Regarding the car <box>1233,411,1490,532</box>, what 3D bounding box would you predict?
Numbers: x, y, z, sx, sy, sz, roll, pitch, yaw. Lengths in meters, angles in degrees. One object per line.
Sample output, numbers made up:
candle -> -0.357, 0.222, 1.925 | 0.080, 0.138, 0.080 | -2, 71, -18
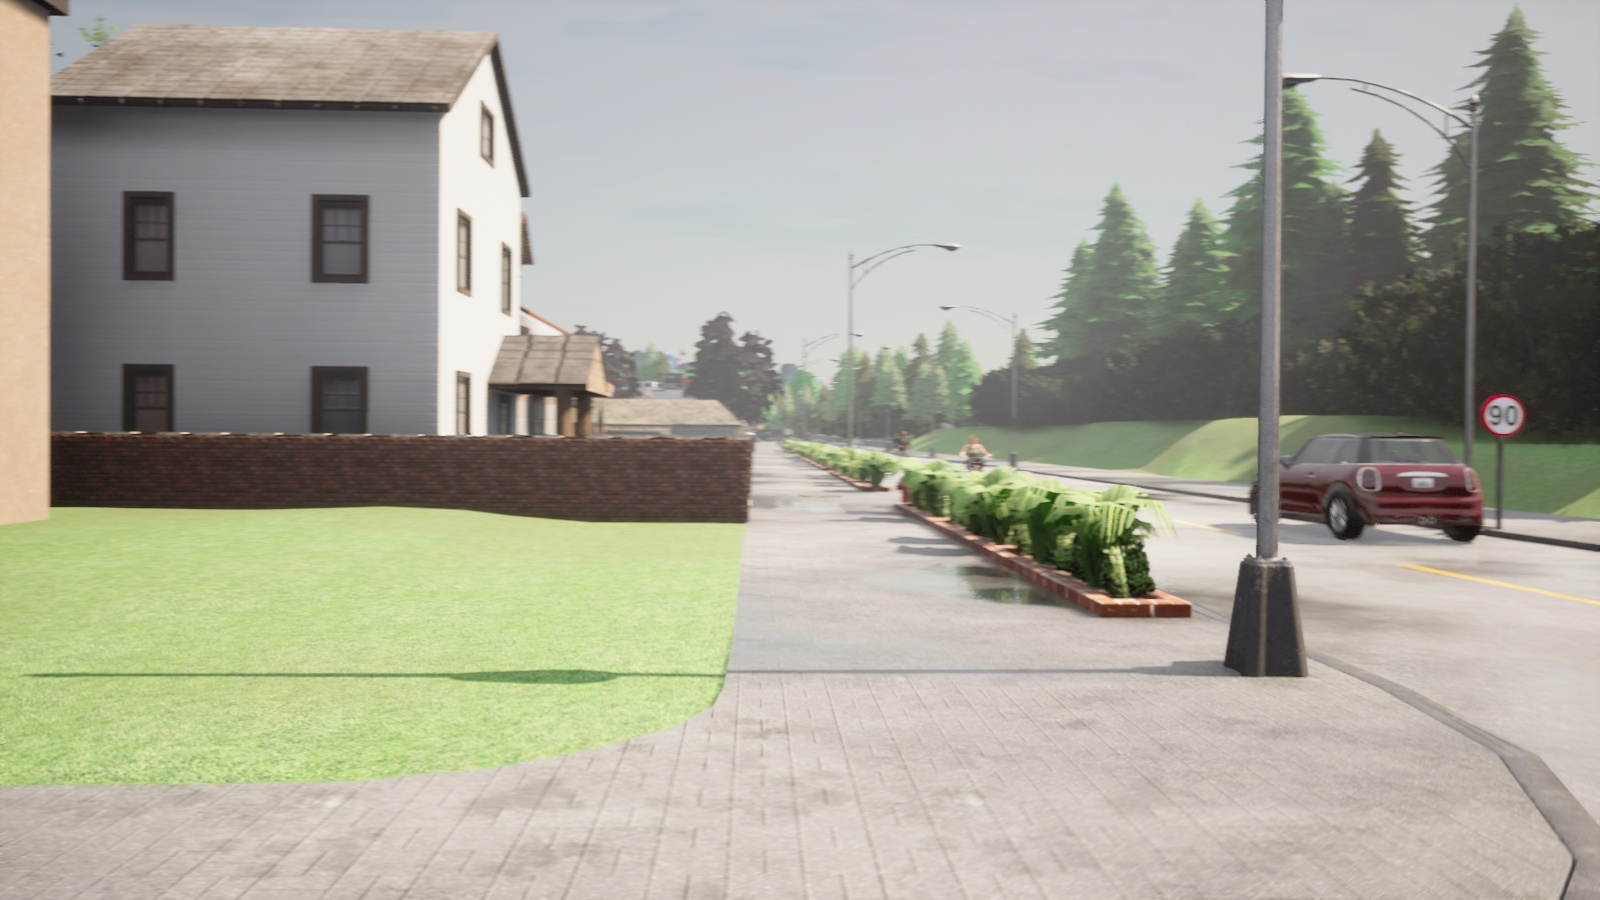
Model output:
car -> 9.144, 0.295, 20.956 | 2.097, 1.767, 4.553 | -1, 1, -2

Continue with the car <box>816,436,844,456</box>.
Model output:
car -> 2.172, -0.310, 92.432 | 1.816, 1.474, 4.193 | -1, 1, -2
